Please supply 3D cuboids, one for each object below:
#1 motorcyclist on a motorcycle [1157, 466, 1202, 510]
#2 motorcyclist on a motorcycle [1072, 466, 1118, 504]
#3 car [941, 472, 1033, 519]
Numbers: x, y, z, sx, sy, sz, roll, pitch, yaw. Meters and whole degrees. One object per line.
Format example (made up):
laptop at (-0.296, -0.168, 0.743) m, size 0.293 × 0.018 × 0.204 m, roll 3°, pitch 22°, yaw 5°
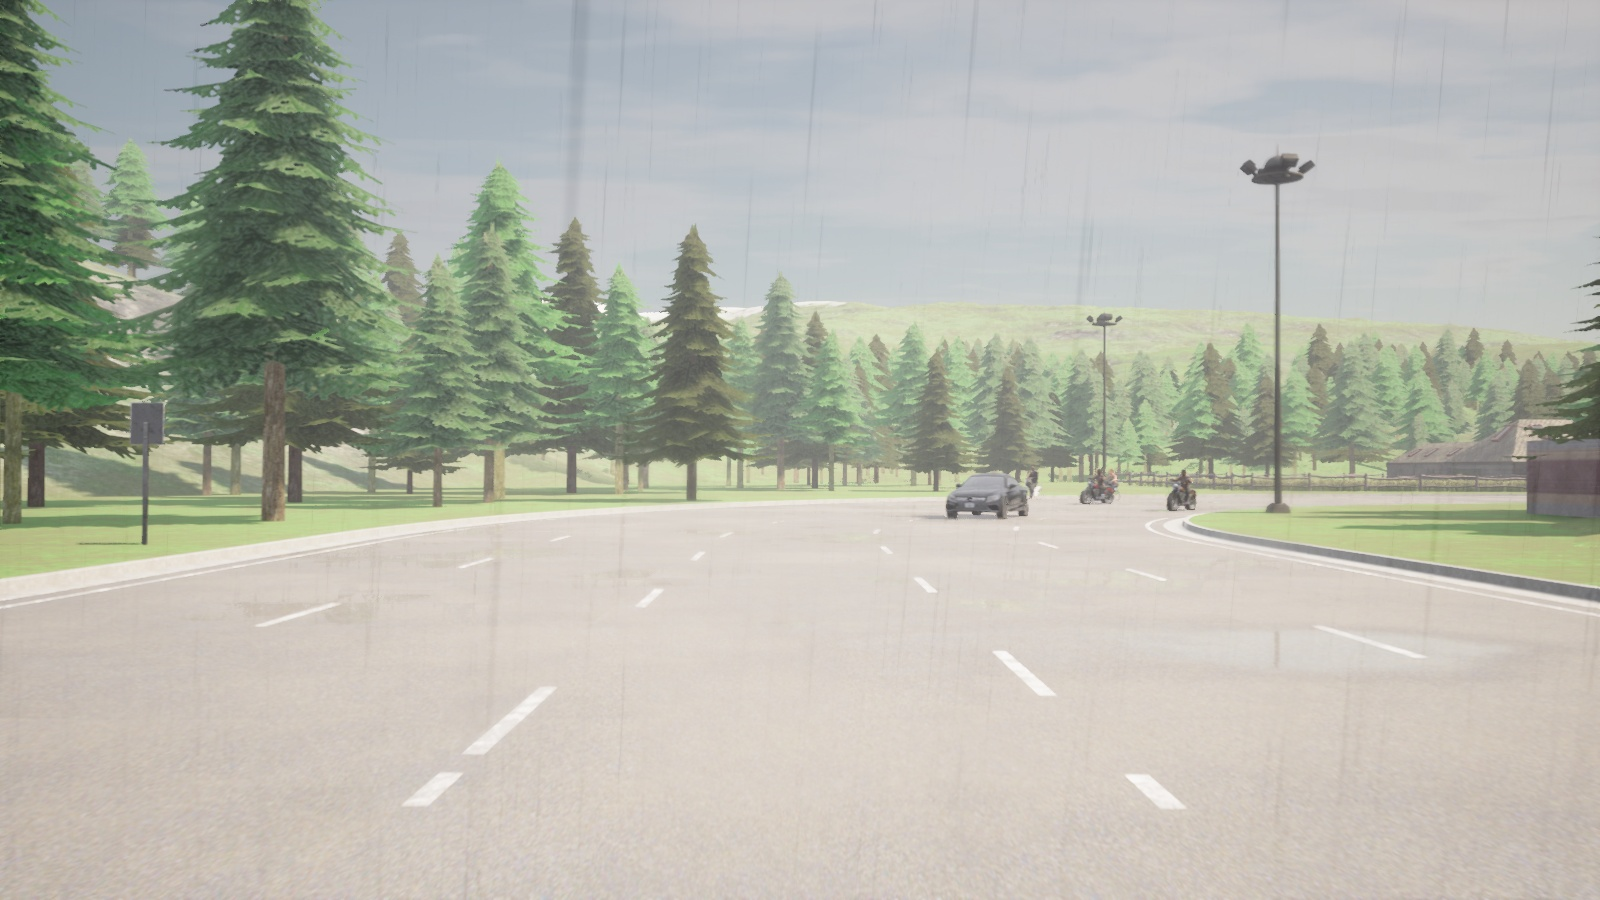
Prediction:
motorcyclist on a motorcycle at (14.595, 1.438, 48.234) m, size 0.766 × 1.649 × 2.350 m, roll 0°, pitch 0°, yaw 41°
motorcyclist on a motorcycle at (13.408, 1.577, 57.060) m, size 2.350 × 1.649 × 0.766 m, roll 0°, pitch 0°, yaw -41°
car at (6.135, 1.434, 40.794) m, size 1.812 × 1.442 × 4.674 m, roll -1°, pitch -1°, yaw 23°
